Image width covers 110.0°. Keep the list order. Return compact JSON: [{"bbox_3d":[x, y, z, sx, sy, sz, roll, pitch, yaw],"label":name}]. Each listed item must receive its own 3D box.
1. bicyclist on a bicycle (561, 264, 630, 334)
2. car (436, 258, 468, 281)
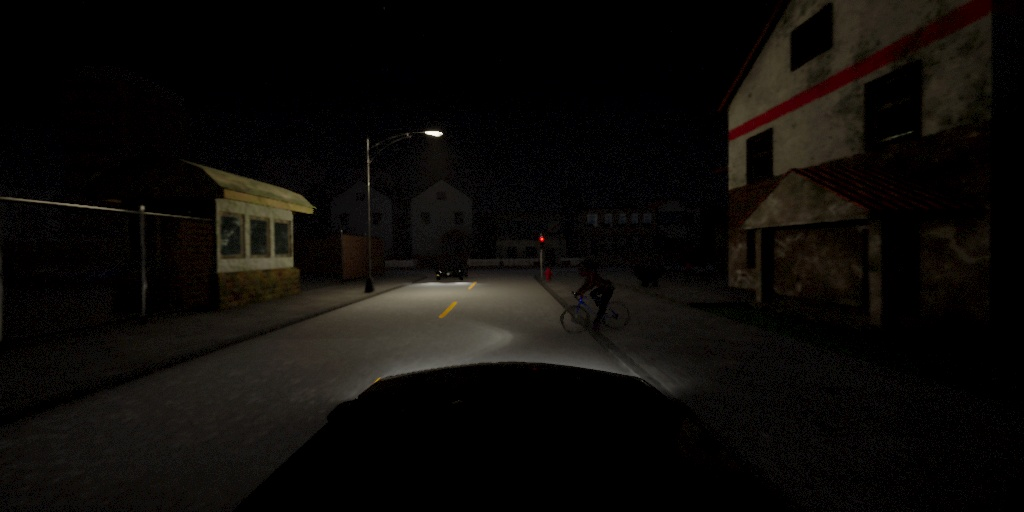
[{"bbox_3d":[1.929,1.005,8.497,1.656,1.620,0.582,-6,1,-1],"label":"bicyclist on a bicycle"},{"bbox_3d":[-4.325,0.949,26.413,1.837,1.490,4.892,-1,1,-1],"label":"car"}]
